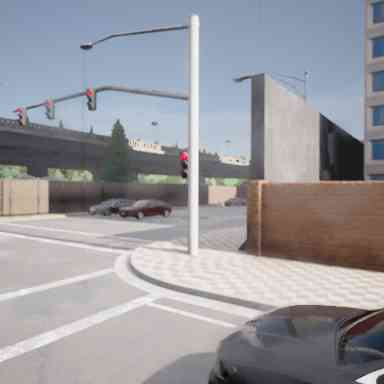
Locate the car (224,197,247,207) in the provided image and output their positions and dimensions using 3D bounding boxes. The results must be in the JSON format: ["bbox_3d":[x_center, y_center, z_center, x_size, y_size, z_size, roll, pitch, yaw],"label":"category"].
[{"bbox_3d":[6.178,1.413,46.746,1.994,1.385,4.181,0,0,36],"label":"car"}]

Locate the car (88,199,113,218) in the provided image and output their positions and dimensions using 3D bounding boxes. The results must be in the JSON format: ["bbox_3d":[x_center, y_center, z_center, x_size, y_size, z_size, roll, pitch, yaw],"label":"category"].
[{"bbox_3d":[-6.678,1.340,28.823,2.128,1.511,4.902,0,0,36],"label":"car"}]

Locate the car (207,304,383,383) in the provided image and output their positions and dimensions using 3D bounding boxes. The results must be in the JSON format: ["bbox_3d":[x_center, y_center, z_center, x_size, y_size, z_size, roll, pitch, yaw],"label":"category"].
[{"bbox_3d":[2.392,1.508,2.260,4.892,1.490,1.837,0,0,36],"label":"car"}]

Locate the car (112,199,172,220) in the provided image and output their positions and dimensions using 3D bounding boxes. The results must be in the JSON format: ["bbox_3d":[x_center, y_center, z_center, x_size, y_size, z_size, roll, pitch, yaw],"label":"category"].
[{"bbox_3d":[-3.700,1.342,26.969,1.882,1.535,5.008,0,1,36],"label":"car"}]
